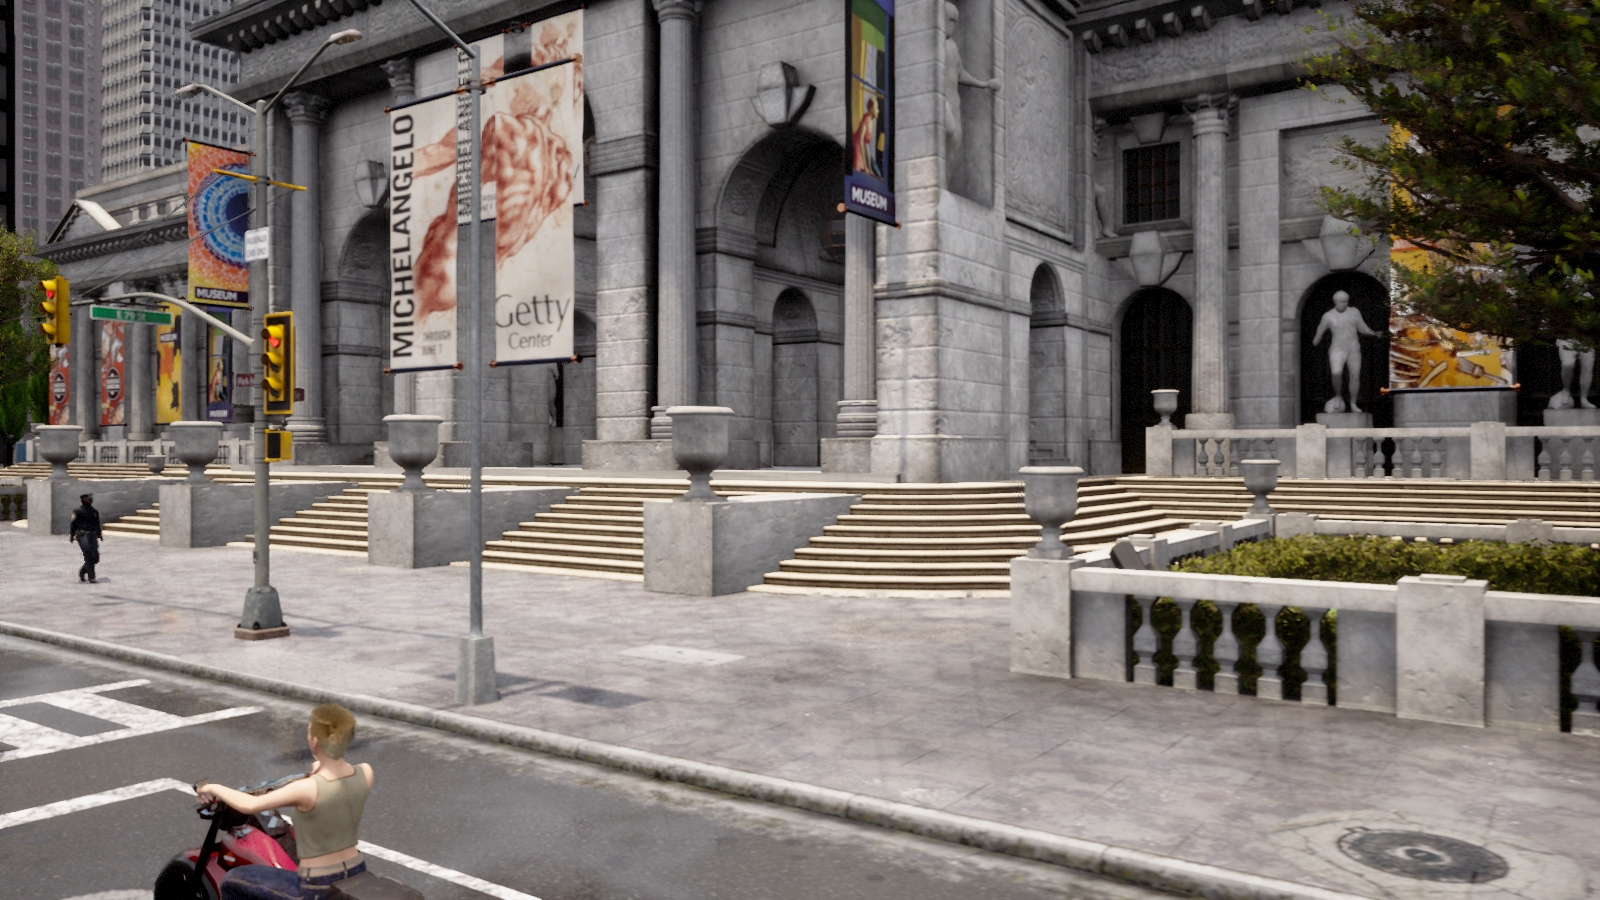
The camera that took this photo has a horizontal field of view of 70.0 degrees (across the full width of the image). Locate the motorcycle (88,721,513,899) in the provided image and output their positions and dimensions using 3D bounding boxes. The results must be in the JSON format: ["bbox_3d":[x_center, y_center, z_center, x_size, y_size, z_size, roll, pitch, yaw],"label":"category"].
[{"bbox_3d":[-2.475,2.174,5.511,2.356,1.277,0.764,0,0,35],"label":"motorcycle"}]

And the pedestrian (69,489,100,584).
[{"bbox_3d":[-14.264,1.715,22.779,0.375,1.860,0.375,0,0,28],"label":"pedestrian"}]
